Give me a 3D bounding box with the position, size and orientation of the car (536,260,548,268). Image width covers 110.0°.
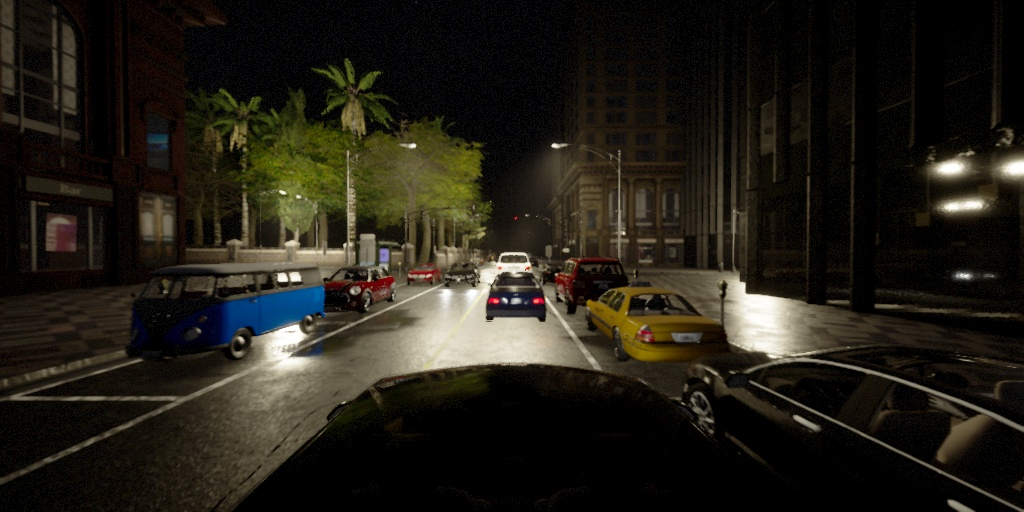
[{"bbox_3d":[2.770,1.156,24.075,1.948,1.339,4.313,0,0,0],"label":"car"}]

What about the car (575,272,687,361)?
[{"bbox_3d":[2.764,1.233,7.970,1.751,1.417,4.829,0,0,0],"label":"car"}]

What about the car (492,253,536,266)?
[{"bbox_3d":[0.108,0.823,22.609,2.150,2.045,5.566,0,1,0],"label":"car"}]

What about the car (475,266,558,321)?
[{"bbox_3d":[0.106,1.224,12.039,2.033,1.411,5.357,0,0,0],"label":"car"}]

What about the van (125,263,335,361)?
[{"bbox_3d":[-5.761,1.048,7.818,1.690,1.789,3.998,0,0,0],"label":"van"}]

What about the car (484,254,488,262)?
[{"bbox_3d":[-5.740,0.747,61.375,1.967,1.591,4.097,0,0,0],"label":"car"}]

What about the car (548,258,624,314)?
[{"bbox_3d":[2.766,0.983,13.225,2.192,1.841,5.009,0,0,0],"label":"car"}]

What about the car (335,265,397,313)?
[{"bbox_3d":[-5.759,1.108,13.244,1.967,1.591,4.097,0,0,0],"label":"car"}]

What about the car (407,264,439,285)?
[{"bbox_3d":[-5.755,1.172,24.096,1.802,1.307,4.207,0,0,0],"label":"car"}]

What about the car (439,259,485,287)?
[{"bbox_3d":[-3.016,1.108,22.668,1.837,1.490,4.892,0,0,0],"label":"car"}]

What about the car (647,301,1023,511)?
[{"bbox_3d":[2.762,1.296,2.374,2.007,1.370,4.403,0,0,0],"label":"car"}]

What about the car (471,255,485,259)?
[{"bbox_3d":[-5.742,0.900,55.955,2.007,1.370,4.403,0,0,0],"label":"car"}]
